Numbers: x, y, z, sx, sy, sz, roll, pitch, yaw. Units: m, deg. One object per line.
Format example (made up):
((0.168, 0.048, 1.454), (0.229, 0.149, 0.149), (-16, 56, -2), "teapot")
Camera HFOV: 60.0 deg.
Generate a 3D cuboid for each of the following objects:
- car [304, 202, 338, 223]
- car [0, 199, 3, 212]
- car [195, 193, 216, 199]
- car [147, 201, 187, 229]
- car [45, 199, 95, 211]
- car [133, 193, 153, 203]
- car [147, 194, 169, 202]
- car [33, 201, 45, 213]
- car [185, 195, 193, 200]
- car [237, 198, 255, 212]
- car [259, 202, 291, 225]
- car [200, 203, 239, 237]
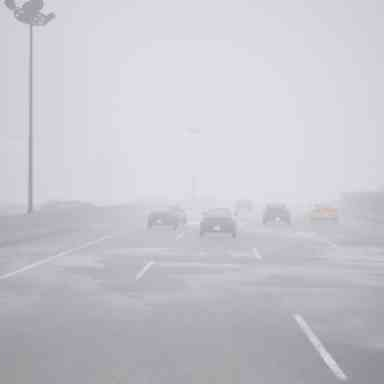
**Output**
((9.987, 1.519, 26.002), (1.882, 1.535, 5.008), (0, 0, 12), "car")
((-18.405, 1.177, 27.709), (2.150, 2.045, 5.566), (0, 0, 11), "car")
((3.232, 1.252, 69.365), (2.150, 2.045, 5.566), (0, 0, 26), "car")
((-1.544, 1.529, 21.363), (1.812, 1.442, 4.674), (0, 0, 9), "car")
((-10.707, 1.469, 30.435), (2.128, 1.511, 4.902), (0, 0, 12), "car")
((-9.652, 1.215, 66.928), (2.150, 2.045, 5.566), (0, 0, 24), "car")
((-6.394, 1.602, 65.621), (1.895, 1.301, 4.718), (0, 0, 25), "car")
((-13.717, 1.461, 33.095), (2.128, 1.511, 4.902), (0, 0, 13), "car")
((0.174, 1.512, 71.074), (1.837, 1.490, 4.892), (0, 0, 26), "car")
((6.333, 1.540, 39.751), (1.837, 1.490, 4.892), (0, 0, 17), "car")
((6.103, 1.533, 24.433), (1.837, 1.490, 4.892), (0, 0, 10), "car")
((1.482, 1.537, 17.976), (1.812, 1.442, 4.674), (0, 0, 8), "car")
